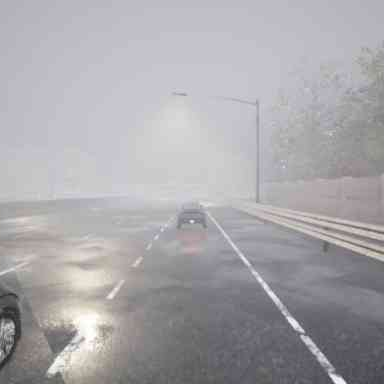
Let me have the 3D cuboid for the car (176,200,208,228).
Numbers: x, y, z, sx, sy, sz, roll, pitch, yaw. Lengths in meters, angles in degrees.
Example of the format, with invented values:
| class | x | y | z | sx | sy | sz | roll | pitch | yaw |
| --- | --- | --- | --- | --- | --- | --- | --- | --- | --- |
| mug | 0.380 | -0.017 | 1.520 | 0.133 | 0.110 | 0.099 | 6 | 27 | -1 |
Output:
| class | x | y | z | sx | sy | sz | roll | pitch | yaw |
| --- | --- | --- | --- | --- | --- | --- | --- | --- | --- |
| car | -0.002 | 1.520 | 22.308 | 1.837 | 1.490 | 4.892 | 0 | 0 | 0 |

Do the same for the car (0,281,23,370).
| class | x | y | z | sx | sy | sz | roll | pitch | yaw |
| --- | --- | --- | --- | --- | --- | --- | --- | --- | --- |
| car | -3.403 | 1.353 | 2.799 | 2.097 | 1.767 | 4.553 | 0 | 0 | 0 |
